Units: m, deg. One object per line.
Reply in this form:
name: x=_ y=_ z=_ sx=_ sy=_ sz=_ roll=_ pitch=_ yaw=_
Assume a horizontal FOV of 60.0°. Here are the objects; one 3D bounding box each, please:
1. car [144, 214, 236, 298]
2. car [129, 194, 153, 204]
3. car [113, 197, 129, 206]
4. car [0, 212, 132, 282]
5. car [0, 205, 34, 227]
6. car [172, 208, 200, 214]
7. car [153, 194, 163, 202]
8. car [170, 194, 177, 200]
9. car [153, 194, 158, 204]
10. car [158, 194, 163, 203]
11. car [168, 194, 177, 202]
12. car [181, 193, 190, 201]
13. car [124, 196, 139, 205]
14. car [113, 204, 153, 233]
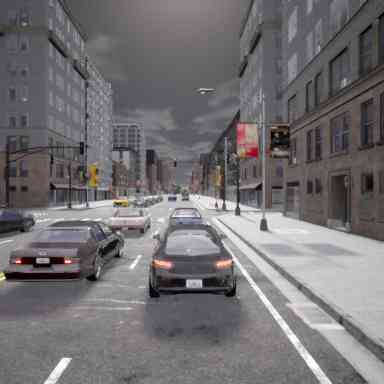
car: x=-0.037 y=1.527 z=8.444 sx=1.812 sy=1.442 sz=4.674 roll=0 pitch=0 yaw=-2
car: x=-7.568 y=1.508 z=50.038 sx=2.128 sy=1.511 sz=4.902 roll=0 pitch=0 yaw=-1
car: x=-10.851 y=1.495 z=51.511 sx=1.882 sy=1.535 sz=5.008 roll=0 pitch=0 yaw=-1
car: x=-3.313 y=1.548 z=9.783 sx=2.033 sy=1.411 sz=5.357 roll=0 pitch=0 yaw=-1
car: x=-10.039 y=1.550 z=17.041 sx=2.033 sy=1.411 sz=5.357 roll=0 pitch=0 yaw=1
car: x=-0.331 y=1.551 z=18.031 sx=2.033 sy=1.411 sz=5.357 roll=0 pitch=0 yaw=-1
car: x=-8.068 y=1.362 z=79.492 sx=2.097 sy=1.767 sz=4.553 roll=0 pitch=0 yaw=-1
car: x=-5.043 y=1.388 z=90.719 sx=1.837 sy=1.490 sz=4.892 roll=0 pitch=0 yaw=-1
car: x=-7.738 y=1.511 z=59.391 sx=2.128 sy=1.511 sz=4.902 roll=0 pitch=0 yaw=-1
car: x=-7.863 y=1.546 z=69.261 sx=2.128 sy=1.511 sz=4.902 roll=0 pitch=0 yaw=-1
car: x=-4.833 y=1.494 z=80.301 sx=1.882 sy=1.535 sz=5.008 roll=0 pitch=0 yaw=-1
car: x=-1.592 y=1.612 z=80.813 sx=1.895 sy=1.301 sz=4.718 roll=0 pitch=0 yaw=-1
car: x=-11.001 y=1.545 z=60.733 sx=1.812 sy=1.442 sz=4.674 roll=0 pitch=0 yaw=-1
car: x=-3.510 y=1.605 z=19.448 sx=1.895 sy=1.301 sz=4.718 roll=0 pitch=0 yaw=-1
